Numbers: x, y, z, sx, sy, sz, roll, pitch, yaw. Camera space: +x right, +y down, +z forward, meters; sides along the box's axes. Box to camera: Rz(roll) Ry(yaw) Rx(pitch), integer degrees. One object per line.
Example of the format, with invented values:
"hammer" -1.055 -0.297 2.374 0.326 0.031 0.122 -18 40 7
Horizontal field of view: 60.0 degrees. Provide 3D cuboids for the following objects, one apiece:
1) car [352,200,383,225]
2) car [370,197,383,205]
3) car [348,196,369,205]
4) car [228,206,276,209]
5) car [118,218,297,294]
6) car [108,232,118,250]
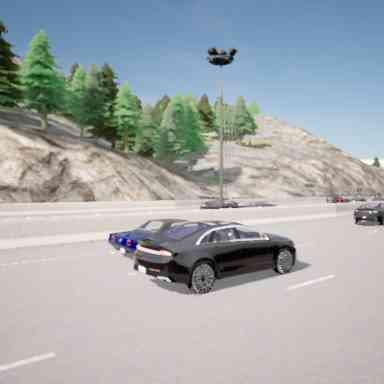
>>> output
"car" 13.509 1.527 24.329 4.902 1.511 2.128 0 0 -43
"car" 34.436 1.612 61.184 1.812 1.442 4.674 0 0 44
"car" 31.902 1.620 63.599 2.128 1.511 4.902 0 0 44
"car" 6.073 1.605 31.954 5.357 1.411 2.033 0 0 -44
"car" 0.818 1.509 8.876 4.902 1.511 2.128 0 0 -37
"car" -0.512 1.626 12.236 4.718 1.301 1.895 0 0 -38
